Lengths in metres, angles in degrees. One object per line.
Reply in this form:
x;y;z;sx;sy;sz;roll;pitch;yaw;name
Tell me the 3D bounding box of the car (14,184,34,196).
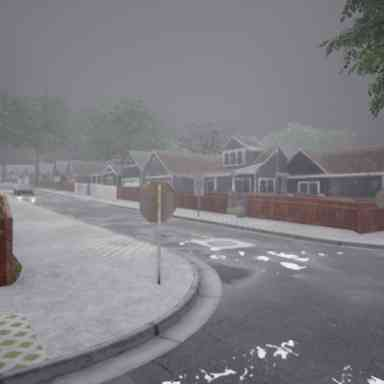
-22.415;-0.323;44.251;1.882;1.535;5.008;1;2;-35;car
